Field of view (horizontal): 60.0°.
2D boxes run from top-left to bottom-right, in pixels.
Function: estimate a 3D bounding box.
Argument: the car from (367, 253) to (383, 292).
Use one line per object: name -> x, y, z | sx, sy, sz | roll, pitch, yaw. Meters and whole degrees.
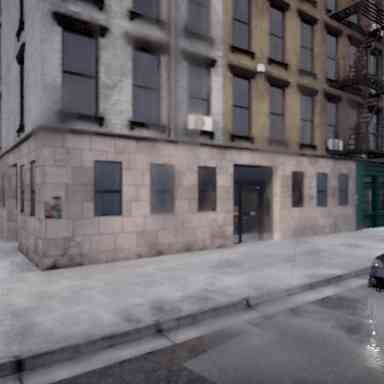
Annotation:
car -> 5.825, 1.556, 7.518 | 4.181, 1.385, 1.994 | 0, 0, -35
